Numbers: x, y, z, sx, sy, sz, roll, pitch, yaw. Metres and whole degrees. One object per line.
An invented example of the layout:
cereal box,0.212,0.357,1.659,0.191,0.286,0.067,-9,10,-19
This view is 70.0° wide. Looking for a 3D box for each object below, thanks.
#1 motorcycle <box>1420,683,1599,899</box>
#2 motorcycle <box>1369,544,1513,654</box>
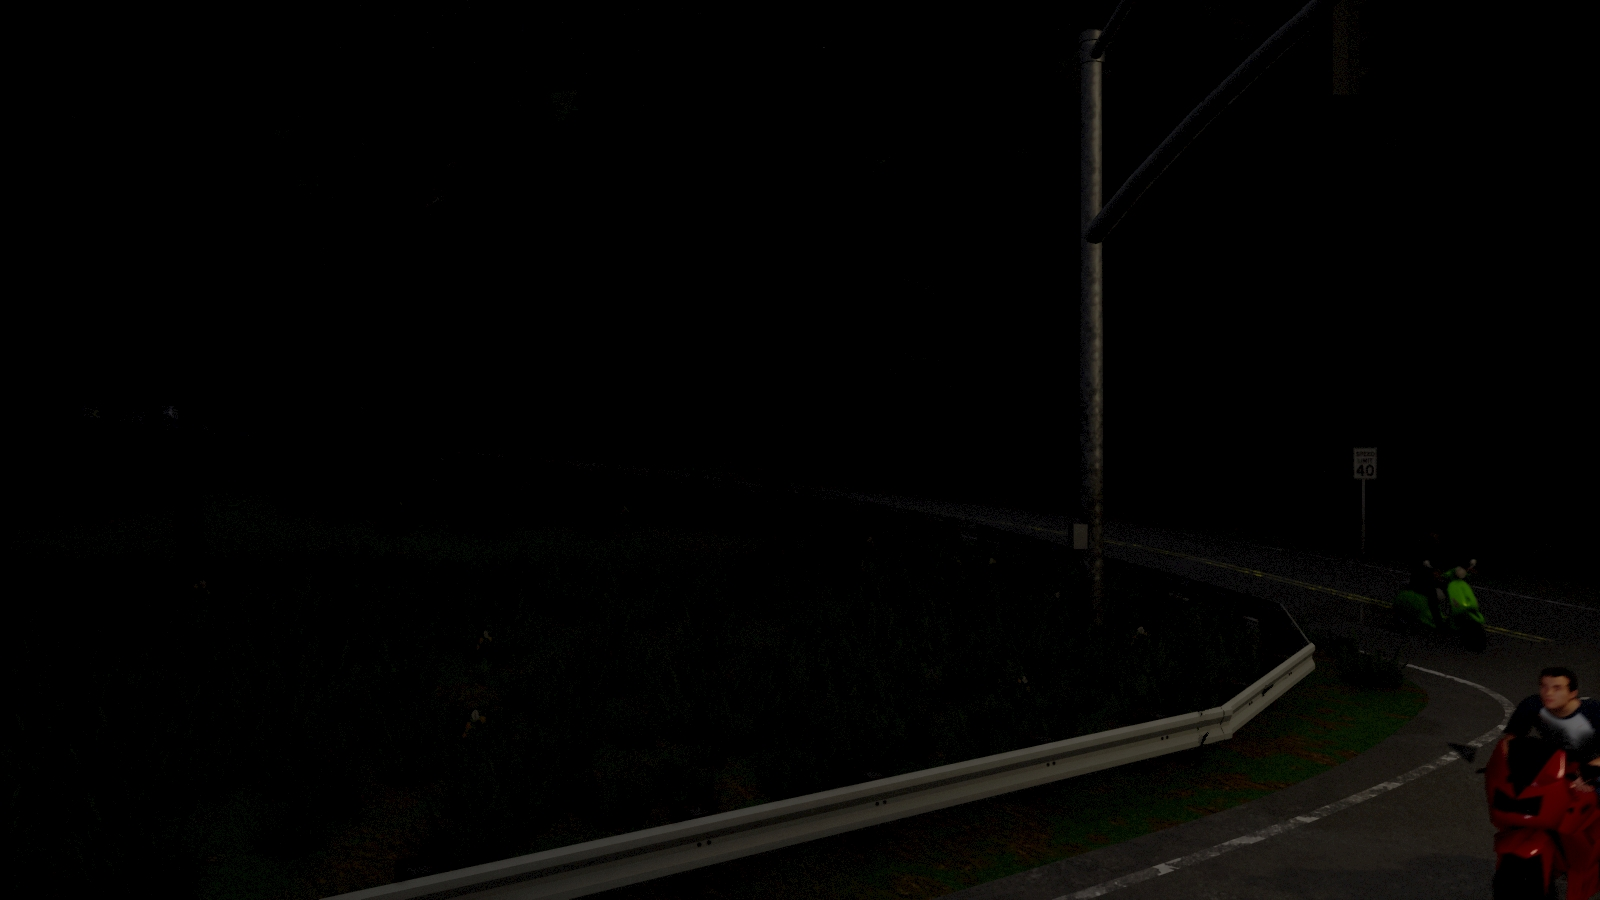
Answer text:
motorcycle,4.563,2.159,6.758,2.033,1.199,0.803,0,-2,-39
motorcycle,9.210,2.102,16.511,0.856,1.316,1.805,0,1,-10
